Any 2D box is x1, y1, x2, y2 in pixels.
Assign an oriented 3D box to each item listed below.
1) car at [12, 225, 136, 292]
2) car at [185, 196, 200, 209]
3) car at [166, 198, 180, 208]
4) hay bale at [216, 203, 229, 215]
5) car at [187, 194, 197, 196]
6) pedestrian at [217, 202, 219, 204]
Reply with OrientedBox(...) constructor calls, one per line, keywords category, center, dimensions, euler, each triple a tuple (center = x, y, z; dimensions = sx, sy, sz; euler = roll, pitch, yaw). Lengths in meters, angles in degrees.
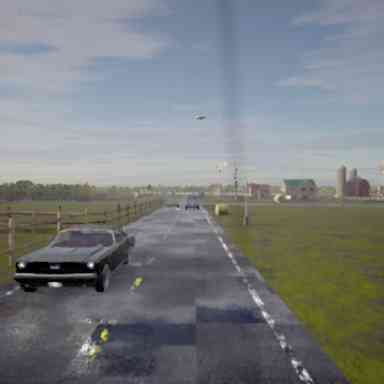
OrientedBox(category="car", center=(-2.849, 1.626, 9.133), dimensions=(1.895, 1.301, 4.718), euler=(0, 0, 0))
OrientedBox(category="car", center=(0.046, 1.693, 46.625), dimensions=(1.994, 1.385, 4.181), euler=(0, 0, 1))
OrientedBox(category="car", center=(-2.813, 1.644, 50.119), dimensions=(1.837, 1.490, 4.892), euler=(0, 0, 0))
OrientedBox(category="hay bale", center=(3.141, 1.751, 34.589), dimensions=(1.220, 1.180, 1.240), euler=(1, 1, 0))
OrientedBox(category="car", center=(0.014, 1.386, 57.986), dimensions=(2.150, 2.045, 5.566), euler=(0, 0, 0))
OrientedBox(category="pedestrian", center=(2.833, 1.689, 35.722), dimensions=(0.375, 1.300, 0.375), euler=(-1, 1, 3))
